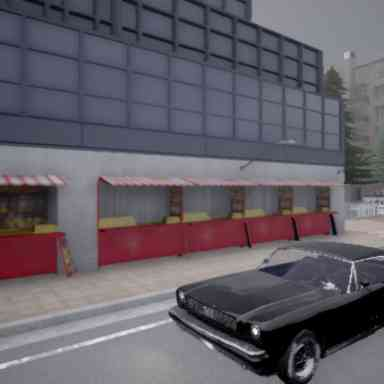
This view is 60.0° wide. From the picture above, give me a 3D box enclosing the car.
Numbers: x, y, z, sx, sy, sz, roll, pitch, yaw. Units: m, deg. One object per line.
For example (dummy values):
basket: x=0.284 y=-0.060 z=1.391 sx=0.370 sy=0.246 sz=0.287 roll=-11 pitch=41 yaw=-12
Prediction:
car: x=2.017 y=1.557 z=5.387 sx=4.718 sy=1.301 sz=1.895 roll=-1 pitch=0 yaw=-35
